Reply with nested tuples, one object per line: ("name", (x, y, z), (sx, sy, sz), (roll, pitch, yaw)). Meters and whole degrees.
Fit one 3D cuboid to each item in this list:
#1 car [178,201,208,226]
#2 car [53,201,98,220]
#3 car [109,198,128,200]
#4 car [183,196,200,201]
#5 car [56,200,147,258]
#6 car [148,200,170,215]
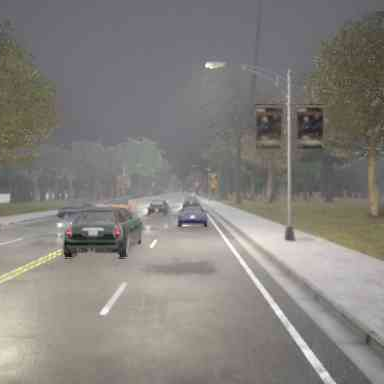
("car", (0.033, 1.543, 23.050), (1.994, 1.385, 4.181), (0, 0, 0))
("car", (-9.905, 1.524, 28.880), (2.033, 1.411, 5.357), (0, 0, 0))
("car", (-6.656, 1.328, 29.461), (2.097, 1.767, 4.553), (0, 0, 0))
("car", (-0.085, 1.325, 40.933), (2.097, 1.767, 4.553), (0, 0, 0))
("car", (-3.176, 1.338, 12.769), (2.097, 1.767, 4.553), (0, 0, 0))
("car", (-3.274, 1.501, 32.938), (1.812, 1.442, 4.674), (0, 0, 0))
